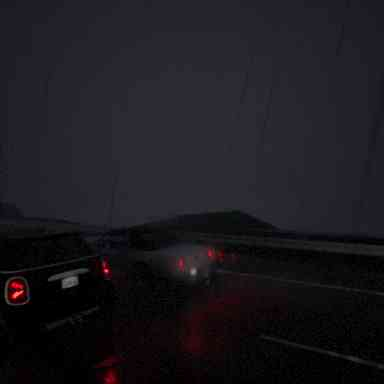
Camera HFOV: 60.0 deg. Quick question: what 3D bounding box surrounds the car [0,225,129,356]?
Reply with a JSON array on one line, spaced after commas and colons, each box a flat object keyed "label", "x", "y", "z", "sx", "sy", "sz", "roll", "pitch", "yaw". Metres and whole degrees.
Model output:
[{"label": "car", "x": -3.644, "y": 1.427, "z": 6.272, "sx": 4.553, "sy": 1.767, "sz": 2.097, "roll": -1, "pitch": 0, "yaw": 33}]

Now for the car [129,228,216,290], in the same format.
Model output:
[{"label": "car", "x": -1.814, "y": 1.677, "z": 9.304, "sx": 4.718, "sy": 1.301, "sz": 1.895, "roll": -1, "pitch": 0, "yaw": 33}]
